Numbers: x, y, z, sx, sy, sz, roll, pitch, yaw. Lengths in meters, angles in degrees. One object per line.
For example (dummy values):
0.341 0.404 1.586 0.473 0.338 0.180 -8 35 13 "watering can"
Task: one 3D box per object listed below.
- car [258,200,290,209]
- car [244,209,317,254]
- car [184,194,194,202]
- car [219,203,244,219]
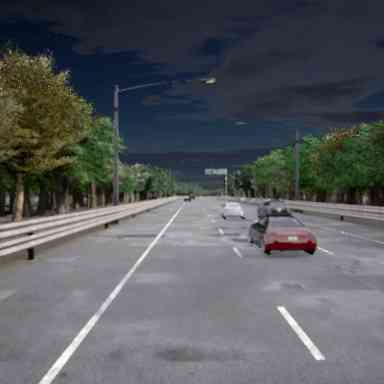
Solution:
7.106 1.513 29.212 2.097 1.767 4.553 0 0 0 "car"
3.604 1.641 13.884 1.994 1.385 4.181 0 0 0 "car"
-1.212 1.999 89.768 1.882 1.535 5.008 0 0 0 "car"
3.606 1.694 30.496 1.812 1.442 4.674 0 0 0 "car"
